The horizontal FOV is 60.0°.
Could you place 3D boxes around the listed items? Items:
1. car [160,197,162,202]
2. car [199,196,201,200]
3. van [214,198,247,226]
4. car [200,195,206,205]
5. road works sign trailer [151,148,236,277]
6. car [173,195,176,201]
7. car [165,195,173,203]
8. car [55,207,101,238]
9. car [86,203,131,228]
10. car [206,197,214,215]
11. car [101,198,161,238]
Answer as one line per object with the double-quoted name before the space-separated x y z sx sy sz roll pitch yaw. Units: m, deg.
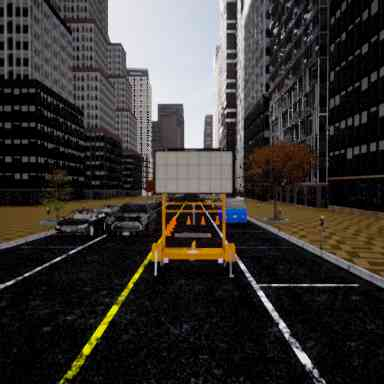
"car" -5.603 1.552 45.555 2.008 1.369 4.403 -1 0 0
"car" 2.826 1.580 68.036 1.947 1.339 4.313 -1 0 0
"van" 2.724 1.336 23.038 1.690 1.788 3.998 -1 0 0
"car" 2.801 1.532 56.958 1.752 1.417 4.829 -1 0 0
"road works sign trailer" 0.059 0.461 10.211 2.380 3.560 2.880 0 0 1
"car" -5.518 1.575 84.930 1.887 1.381 4.507 -1 0 0
"car" -5.557 1.455 68.055 1.967 1.590 4.097 -1 0 0
"car" -5.664 1.546 17.431 2.008 1.369 4.403 -1 0 0
"car" -5.652 1.546 23.055 2.008 1.369 4.403 -1 0 0
"car" 2.750 1.437 34.287 1.967 1.590 4.097 -1 0 0
"car" -3.061 1.347 17.717 2.097 1.767 4.553 0 0 0
